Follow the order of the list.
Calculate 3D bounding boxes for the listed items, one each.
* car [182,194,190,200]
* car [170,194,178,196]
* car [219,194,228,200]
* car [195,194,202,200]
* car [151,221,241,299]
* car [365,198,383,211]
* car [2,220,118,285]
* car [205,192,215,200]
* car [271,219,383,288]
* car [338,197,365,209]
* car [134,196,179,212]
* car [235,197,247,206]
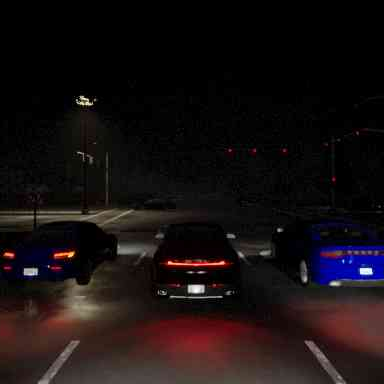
[{"bbox_3d":[-1.709,1.547,92.706,1.994,1.385,4.181,0,0,0],"label":"car"},{"bbox_3d":[-5.207,1.350,93.074,2.097,1.767,4.553,0,0,0],"label":"car"},{"bbox_3d":[8.795,1.355,93.585,2.097,1.767,4.553,0,0,0],"label":"car"},{"bbox_3d":[1.789,1.472,92.275,1.882,1.535,5.008,0,0,0],"label":"car"},{"bbox_3d":[0.087,1.505,8.430,1.837,1.490,4.892,0,0,0],"label":"car"},{"bbox_3d":[23.775,1.222,38.673,5.566,2.045,2.150,0,0,-1],"label":"car"},{"bbox_3d":[-3.414,1.526,9.353,1.812,1.442,4.674,0,0,0],"label":"car"},{"bbox_3d":[5.289,1.472,92.261,1.882,1.535,5.008,0,0,0],"label":"car"},{"bbox_3d":[3.589,1.478,9.307,1.882,1.535,5.008,0,0,0],"label":"car"},{"bbox_3d":[22.675,1.501,45.660,4.892,1.490,1.837,-1,0,-1],"label":"car"},{"bbox_3d":[-4.193,1.491,38.336,4.902,1.511,2.128,0,0,-1],"label":"car"},{"bbox_3d":[8.276,1.547,56.596,2.033,1.411,5.357,0,0,10],"label":"car"}]
